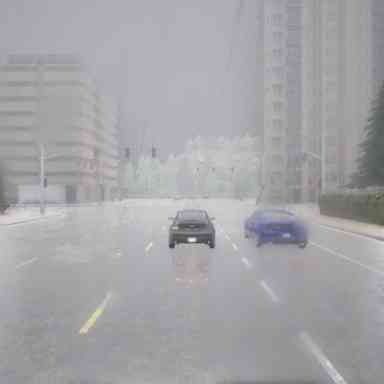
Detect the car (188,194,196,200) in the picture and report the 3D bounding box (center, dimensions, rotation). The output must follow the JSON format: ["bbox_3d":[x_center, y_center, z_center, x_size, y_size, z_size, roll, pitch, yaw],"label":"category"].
[{"bbox_3d":[0.000,1.361,86.498,1.812,1.442,4.674,0,0,0],"label":"car"}]

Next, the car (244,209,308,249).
[{"bbox_3d":[3.500,1.483,14.650,1.882,1.535,5.008,0,0,0],"label":"car"}]

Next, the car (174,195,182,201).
[{"bbox_3d":[-3.500,1.500,83.067,1.812,1.442,4.674,0,0,0],"label":"car"}]

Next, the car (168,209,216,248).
[{"bbox_3d":[0.000,1.514,14.650,1.837,1.490,4.892,0,0,0],"label":"car"}]

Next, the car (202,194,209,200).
[{"bbox_3d":[3.500,1.337,86.498,1.837,1.490,4.892,0,0,0],"label":"car"}]
